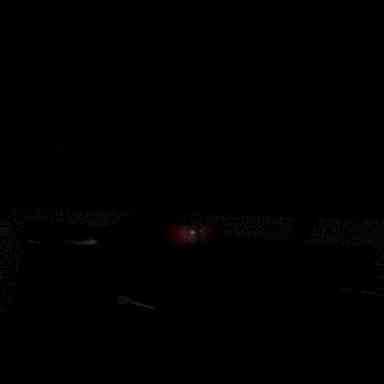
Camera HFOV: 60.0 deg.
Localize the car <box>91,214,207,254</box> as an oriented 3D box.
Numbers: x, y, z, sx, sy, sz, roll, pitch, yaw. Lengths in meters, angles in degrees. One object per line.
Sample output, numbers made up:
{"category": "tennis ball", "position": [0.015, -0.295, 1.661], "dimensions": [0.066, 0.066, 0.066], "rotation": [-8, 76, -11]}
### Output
{"category": "car", "position": [-1.964, 1.652, 14.095], "dimensions": [5.357, 1.411, 2.033], "rotation": [-1, 0, 37]}
